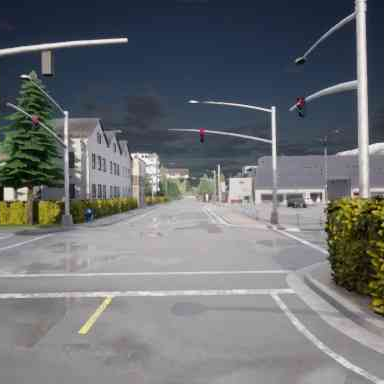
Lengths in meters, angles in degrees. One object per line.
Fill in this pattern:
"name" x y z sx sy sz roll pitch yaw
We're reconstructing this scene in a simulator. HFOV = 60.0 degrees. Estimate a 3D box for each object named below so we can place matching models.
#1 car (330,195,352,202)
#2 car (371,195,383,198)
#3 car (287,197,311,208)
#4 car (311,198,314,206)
"car" 25.484 1.398 56.548 2.152 1.636 5.027 -1 -1 0
"car" 19.117 1.183 31.282 1.905 1.878 3.866 -1 -1 0
"car" 15.425 1.629 49.149 2.007 1.523 4.514 -1 -1 0
"car" 19.070 1.573 56.208 1.970 1.475 3.806 -1 -1 0
